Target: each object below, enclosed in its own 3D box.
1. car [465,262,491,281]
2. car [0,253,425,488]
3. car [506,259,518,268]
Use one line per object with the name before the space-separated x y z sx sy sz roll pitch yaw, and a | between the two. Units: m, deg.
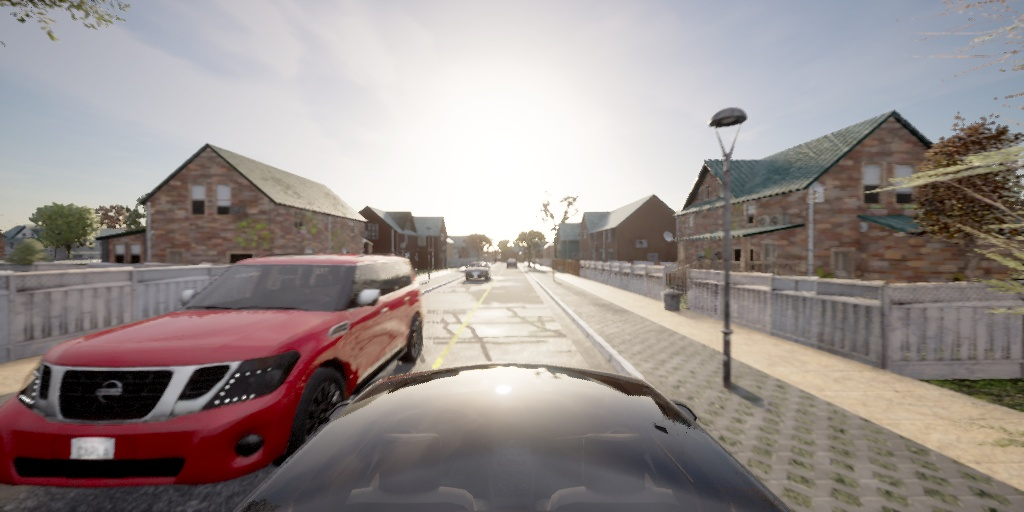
car | -2.803 1.250 30.370 2.128 1.511 4.902 0 0 1
car | -2.848 0.971 5.202 2.150 2.045 5.566 0 0 0
car | -0.018 1.336 63.923 1.882 1.535 5.008 0 0 0
